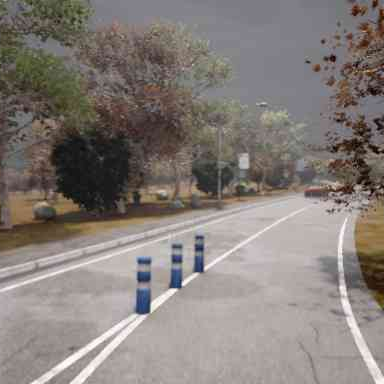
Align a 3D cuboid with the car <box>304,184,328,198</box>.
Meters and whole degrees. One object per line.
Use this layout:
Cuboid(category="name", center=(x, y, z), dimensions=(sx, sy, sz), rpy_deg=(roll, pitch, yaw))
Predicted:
Cuboid(category="car", center=(14.468, -0.137, 38.652), dimensions=(1.882, 1.535, 5.008), rpy_deg=(0, 3, 33))
